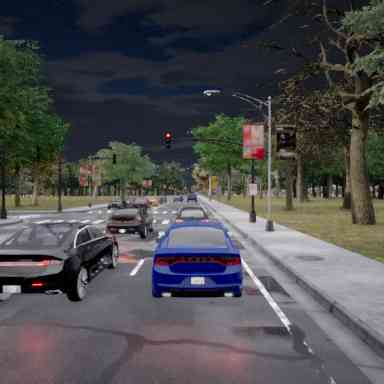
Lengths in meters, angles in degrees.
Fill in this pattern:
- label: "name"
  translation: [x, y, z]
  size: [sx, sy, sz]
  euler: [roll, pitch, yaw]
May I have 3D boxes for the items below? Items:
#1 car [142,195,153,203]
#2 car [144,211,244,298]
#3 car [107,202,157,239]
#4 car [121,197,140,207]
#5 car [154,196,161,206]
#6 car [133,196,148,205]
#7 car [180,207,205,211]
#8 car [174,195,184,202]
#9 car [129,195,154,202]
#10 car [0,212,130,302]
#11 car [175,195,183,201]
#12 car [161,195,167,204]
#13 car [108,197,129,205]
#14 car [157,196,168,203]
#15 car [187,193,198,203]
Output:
- label: "car"
  translation: [-9.702, 1.526, 73.109]
  size: [1.837, 1.490, 4.892]
  euler: [0, 0, 0]
- label: "car"
  translation: [0.107, 1.478, 8.577]
  size: [1.882, 1.535, 5.008]
  euler: [0, 0, 0]
- label: "car"
  translation: [-3.141, 1.506, 17.433]
  size: [1.837, 1.490, 4.892]
  euler: [0, 0, 0]
- label: "car"
  translation: [-9.807, 1.509, 53.121]
  size: [2.128, 1.511, 4.902]
  euler: [0, 0, 0]
- label: "car"
  translation: [-6.560, 1.495, 53.071]
  size: [1.882, 1.535, 5.008]
  euler: [0, 0, 0]
- label: "car"
  translation: [-9.765, 1.575, 62.939]
  size: [2.033, 1.411, 5.357]
  euler: [0, 0, 0]
- label: "car"
  translation: [0.030, 1.527, 17.776]
  size: [1.812, 1.442, 4.674]
  euler: [0, 0, 1]
- label: "car"
  translation: [-3.193, 1.569, 75.289]
  size: [1.812, 1.442, 4.674]
  euler: [0, 0, 0]
- label: "car"
  translation: [-6.569, 1.489, 43.491]
  size: [1.882, 1.535, 5.008]
  euler: [0, 0, 0]
- label: "car"
  translation: [-3.149, 1.491, 8.261]
  size: [2.128, 1.511, 4.902]
  euler: [0, 0, 0]
- label: "car"
  translation: [-3.194, 1.536, 85.153]
  size: [1.882, 1.535, 5.008]
  euler: [0, 0, 0]
- label: "car"
  translation: [-6.519, 1.519, 62.642]
  size: [2.128, 1.511, 4.902]
  euler: [0, 0, 1]
- label: "car"
  translation: [-9.818, 1.575, 44.201]
  size: [1.994, 1.385, 4.181]
  euler: [0, 0, 1]
- label: "car"
  translation: [-6.453, 1.533, 72.690]
  size: [1.837, 1.490, 4.892]
  euler: [0, 0, 0]
- label: "car"
  translation: [0.048, 1.265, 73.515]
  size: [2.150, 2.045, 5.566]
  euler: [0, 0, 0]
